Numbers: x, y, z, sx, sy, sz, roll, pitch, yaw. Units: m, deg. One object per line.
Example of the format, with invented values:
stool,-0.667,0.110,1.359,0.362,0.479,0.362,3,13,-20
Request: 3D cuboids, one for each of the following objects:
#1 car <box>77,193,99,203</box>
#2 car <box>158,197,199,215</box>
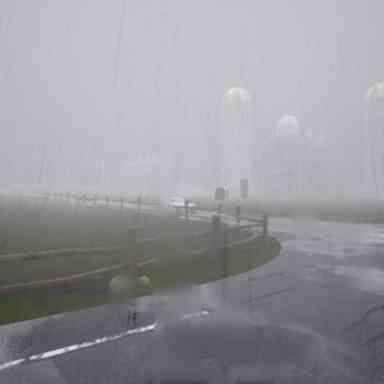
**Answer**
car,-15.326,0.805,48.714,2.033,1.411,5.357,-1,1,-35
car,-1.281,1.169,29.261,1.812,1.442,4.674,-1,1,-36
